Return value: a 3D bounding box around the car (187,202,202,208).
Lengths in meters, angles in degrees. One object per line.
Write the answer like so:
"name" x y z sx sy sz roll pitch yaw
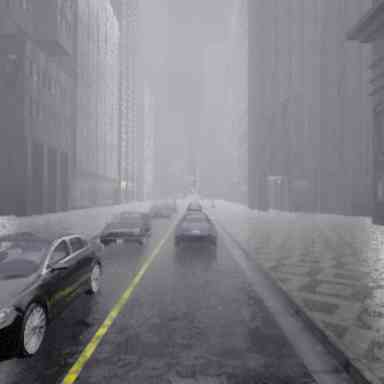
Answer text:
"car" 0.326 1.989 43.756 1.994 1.385 4.181 0 -1 0

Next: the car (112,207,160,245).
"car" -3.021 1.698 16.547 2.033 1.411 5.357 0 -1 0

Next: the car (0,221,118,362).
"car" -3.077 1.542 6.160 2.128 1.511 4.902 0 -1 1

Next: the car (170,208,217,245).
"car" 0.178 1.725 16.531 1.994 1.385 4.181 0 -1 0

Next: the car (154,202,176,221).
"car" -2.860 1.851 30.556 1.994 1.385 4.181 0 -1 1

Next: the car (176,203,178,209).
"car" -2.774 1.960 43.558 2.033 1.411 5.357 0 -1 0
